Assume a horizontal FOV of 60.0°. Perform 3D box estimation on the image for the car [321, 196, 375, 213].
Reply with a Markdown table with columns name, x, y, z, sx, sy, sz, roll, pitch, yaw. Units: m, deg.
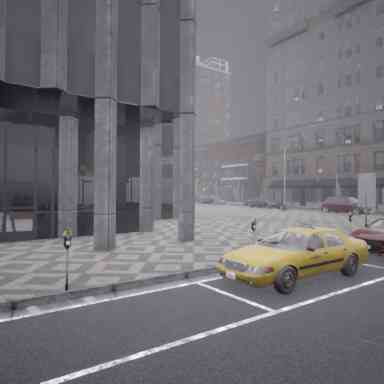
| name | x | y | z | sx | sy | sz | roll | pitch | yaw |
| --- | --- | --- | --- | --- | --- | --- | --- | --- | --- |
| car | 14.576 | 1.197 | 31.210 | 2.097 | 1.767 | 4.553 | 1 | 0 | -35 |

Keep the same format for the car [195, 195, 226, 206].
| name | x | y | z | sx | sy | sz | roll | pitch | yaw |
| --- | --- | --- | --- | --- | --- | --- | --- | --- | --- |
| car | 2.863 | 1.150 | 47.806 | 2.128 | 1.511 | 4.902 | 1 | 0 | -35 |

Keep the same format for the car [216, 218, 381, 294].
| name | x | y | z | sx | sy | sz | roll | pitch | yaw |
| --- | --- | --- | --- | --- | --- | --- | --- | --- | --- |
| car | 2.821 | 1.526 | 8.777 | 4.829 | 1.417 | 1.752 | 0 | 1 | -36 |

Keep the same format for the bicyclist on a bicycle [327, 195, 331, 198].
| name | x | y | z | sx | sy | sz | roll | pitch | yaw |
| --- | --- | --- | --- | --- | --- | --- | --- | --- | --- |
| bicyclist on a bicycle | 16.332 | 1.157 | 39.536 | 1.656 | 1.620 | 0.582 | 0 | 0 | -35 |

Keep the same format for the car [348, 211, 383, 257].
| name | x | y | z | sx | sy | sz | roll | pitch | yaw |
| --- | --- | --- | --- | --- | --- | --- | --- | --- | --- |
| car | 7.535 | 1.547 | 12.148 | 4.507 | 1.381 | 1.887 | 0 | 1 | -36 |

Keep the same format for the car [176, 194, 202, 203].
| name | x | y | z | sx | sy | sz | roll | pitch | yaw |
| --- | --- | --- | --- | --- | --- | --- | --- | --- | --- |
| car | -0.619 | 1.086 | 58.181 | 2.128 | 1.511 | 4.902 | 1 | 0 | -35 |

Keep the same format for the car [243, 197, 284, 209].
| name | x | y | z | sx | sy | sz | roll | pitch | yaw |
| --- | --- | --- | --- | --- | --- | --- | --- | --- | --- |
| car | 8.544 | 1.298 | 39.740 | 2.033 | 1.411 | 5.357 | 1 | 0 | -36 |
